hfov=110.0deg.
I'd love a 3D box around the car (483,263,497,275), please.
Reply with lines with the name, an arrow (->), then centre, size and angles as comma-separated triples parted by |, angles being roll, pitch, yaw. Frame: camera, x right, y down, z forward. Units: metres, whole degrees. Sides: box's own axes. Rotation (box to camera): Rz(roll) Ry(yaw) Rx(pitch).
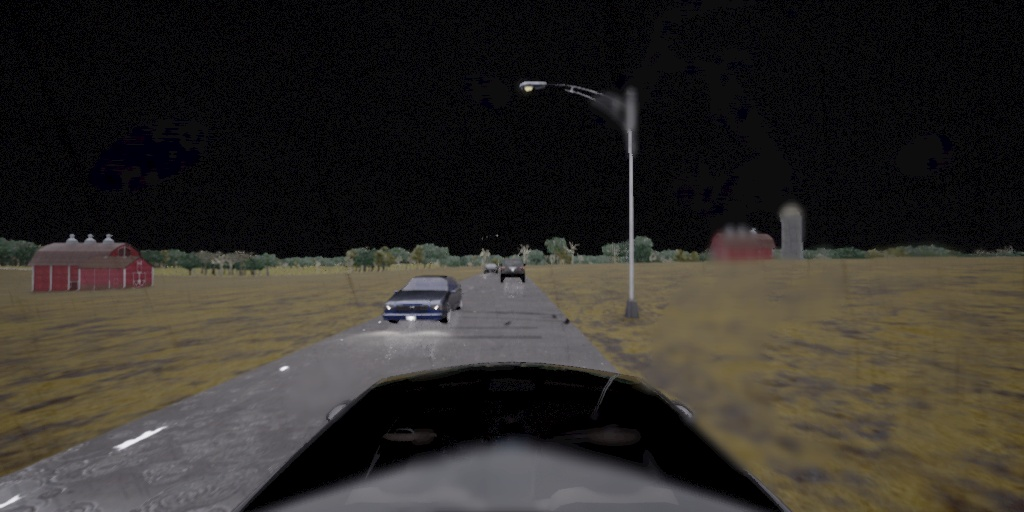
car -> -2.866, 1.742, 49.400 | 1.882, 1.535, 5.008 | 0, -1, 0

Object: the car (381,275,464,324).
car -> -2.858, 1.393, 12.755 | 2.033, 1.411, 5.357 | 0, -1, -1

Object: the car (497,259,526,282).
car -> 0.074, 1.249, 32.220 | 2.150, 2.045, 5.566 | 0, 0, 0
